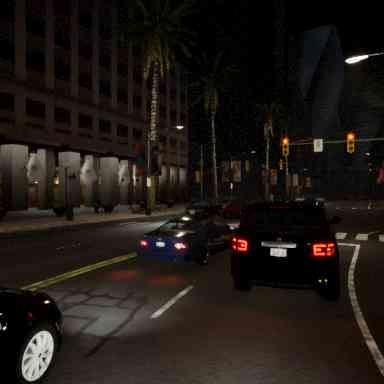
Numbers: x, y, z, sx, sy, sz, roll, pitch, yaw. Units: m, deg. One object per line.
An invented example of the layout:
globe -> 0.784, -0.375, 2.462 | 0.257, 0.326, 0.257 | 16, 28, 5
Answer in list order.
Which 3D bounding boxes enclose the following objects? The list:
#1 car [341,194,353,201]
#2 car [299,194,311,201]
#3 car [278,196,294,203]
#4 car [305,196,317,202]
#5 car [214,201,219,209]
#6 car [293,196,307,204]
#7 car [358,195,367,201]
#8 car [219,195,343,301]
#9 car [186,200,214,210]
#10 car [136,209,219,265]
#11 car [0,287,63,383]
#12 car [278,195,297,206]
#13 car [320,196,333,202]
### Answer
car -> 37.966, 1.355, 81.776 | 2.097, 1.767, 4.553 | 0, 0, 28
car -> 30.191, 1.354, 88.663 | 2.185, 1.767, 4.553 | 0, 0, 28
car -> 19.633, 1.513, 69.440 | 2.161, 1.482, 4.786 | 0, 0, 28
car -> 28.096, 1.595, 78.263 | 1.895, 1.301, 4.718 | 0, 0, 29
car -> 3.850, 1.477, 26.707 | 1.882, 1.535, 5.008 | 0, 0, 29
car -> 21.681, 1.524, 66.530 | 1.812, 1.442, 4.674 | 0, 0, 29
car -> 40.993, 1.595, 80.015 | 1.895, 1.301, 4.718 | 0, 0, 28
car -> 2.613, 1.221, 8.701 | 2.150, 2.045, 5.566 | 0, 0, 22
car -> 1.141, 1.491, 29.049 | 2.128, 1.511, 4.902 | 0, 0, 29
car -> 0.188, 1.547, 11.790 | 2.033, 1.411, 5.357 | 0, 0, 26
car -> -2.896, 1.505, 2.552 | 1.837, 1.490, 4.892 | 0, 0, 9
car -> 16.421, 1.352, 57.040 | 2.097, 1.767, 4.553 | 0, 0, 29
car -> 30.387, 1.540, 75.169 | 2.033, 1.411, 5.357 | 0, 0, 29
